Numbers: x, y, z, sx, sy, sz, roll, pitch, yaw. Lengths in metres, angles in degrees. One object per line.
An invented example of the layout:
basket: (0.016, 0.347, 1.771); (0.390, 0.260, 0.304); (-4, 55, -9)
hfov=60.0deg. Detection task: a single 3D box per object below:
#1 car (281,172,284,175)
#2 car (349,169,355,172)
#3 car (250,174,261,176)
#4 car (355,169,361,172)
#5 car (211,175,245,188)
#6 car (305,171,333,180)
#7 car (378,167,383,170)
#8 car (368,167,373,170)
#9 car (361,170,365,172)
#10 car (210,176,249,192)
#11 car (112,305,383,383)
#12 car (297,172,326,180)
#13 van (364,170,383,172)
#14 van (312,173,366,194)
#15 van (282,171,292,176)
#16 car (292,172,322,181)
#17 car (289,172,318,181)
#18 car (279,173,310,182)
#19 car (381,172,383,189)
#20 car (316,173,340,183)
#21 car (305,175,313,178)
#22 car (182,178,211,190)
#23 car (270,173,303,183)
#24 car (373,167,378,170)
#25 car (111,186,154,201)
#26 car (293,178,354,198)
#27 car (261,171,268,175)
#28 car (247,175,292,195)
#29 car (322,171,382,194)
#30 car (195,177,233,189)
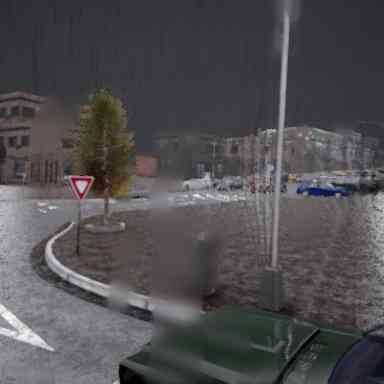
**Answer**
car: (12.003, -2.113, 54.980); (5.008, 1.535, 2.097); (1, 5, 29)
car: (32.093, -4.033, 72.054); (4.553, 1.767, 2.185); (1, 5, 30)
car: (7.519, -1.680, 51.149); (4.792, 1.488, 2.163); (1, 5, 29)
car: (34.309, -4.063, 73.983); (4.674, 1.452, 2.002); (1, 5, 30)
car: (5.337, -1.632, 49.186); (4.553, 1.767, 2.185); (1, 5, 29)
car: (25.376, -3.312, 66.395); (4.892, 1.521, 2.231); (1, 5, 30)
car: (43.104, -4.822, 81.615); (5.366, 1.575, 1.946); (1, 5, 30)
car: (38.787, -4.471, 77.746); (5.008, 1.535, 2.097); (1, 5, 30)
car: (36.564, -4.413, 75.833); (4.553, 1.767, 2.185); (1, 5, 30)
car: (5.039, -0.862, 42.167); (4.892, 1.490, 1.837); (-5, 7, -40)
car: (1.625, 1.599, 2.243); (4.718, 1.301, 1.895); (0, 0, 35)
car: (23.138, -3.114, 64.507); (5.008, 1.535, 2.097); (1, 5, 30)
van: (24.928, -1.480, 42.905); (4.442, 1.987, 1.878); (3, 6, 31)
van: (15.597, -0.677, 35.394); (4.442, 1.987, 1.878); (3, 6, 31)
van: (14.126, -2.540, 56.927); (4.442, 1.987, 1.878); (1, 5, 29)
car: (18.429, -2.103, 52.251); (4.553, 1.767, 2.097); (-5, 6, -39)
car: (20.939, -2.884, 62.587); (4.792, 1.488, 2.163); (1, 5, 30)
car: (18.681, -2.714, 60.703); (5.008, 1.535, 2.097); (1, 5, 29)
car: (22.468, -1.186, 41.108); (4.553, 1.767, 2.185); (3, 6, 31)
car: (22.941, -2.371, 55.907); (4.181, 1.385, 1.994); (-5, 6, -40)
car: (17.346, -1.083, 42.631); (1.812, 1.442, 4.674); (-4, 6, -34)
car: (0.859, -1.064, 45.372); (4.674, 1.452, 2.002); (1, 5, 29)
car: (16.623, -2.514, 58.702); (5.366, 1.575, 1.946); (1, 5, 29)
car: (41.017, -4.645, 79.641); (5.008, 1.535, 2.097); (1, 4, 30)
car: (-5.813, 0.097, 32.883); (4.181, 1.385, 1.994); (-3, 5, -40)
car: (13.163, -0.258, 33.602); (5.008, 1.535, 2.097); (3, 6, 31)
car: (9.797, -2.035, 53.027); (4.553, 1.767, 2.185); (1, 5, 29)
car: (8.735, -0.671, 37.508); (4.553, 1.767, 2.097); (-5, 6, -40)
car: (17.799, -0.909, 37.335); (5.566, 2.045, 2.435); (3, 7, 31)
car: (3.114, -1.276, 47.281); (4.792, 1.488, 2.163); (1, 5, 29)
